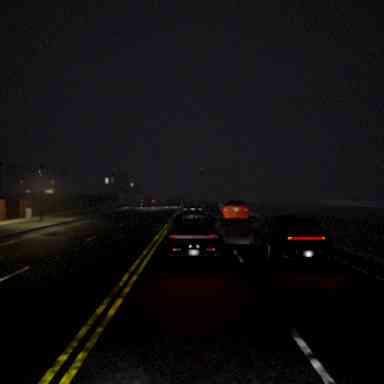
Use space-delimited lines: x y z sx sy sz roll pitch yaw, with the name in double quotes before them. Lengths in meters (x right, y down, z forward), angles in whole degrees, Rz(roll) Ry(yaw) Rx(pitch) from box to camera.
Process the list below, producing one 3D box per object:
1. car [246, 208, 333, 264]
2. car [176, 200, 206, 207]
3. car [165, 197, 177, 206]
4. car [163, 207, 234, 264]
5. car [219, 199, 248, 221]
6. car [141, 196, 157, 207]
"car" 3.313 1.506 11.826 1.837 1.490 4.892 0 0 0
"car" 0.061 1.503 27.091 2.128 1.511 4.902 0 0 0
"car" -3.302 1.589 54.264 2.033 1.411 5.357 0 0 1
"car" 0.064 1.494 11.813 2.128 1.511 4.902 0 0 0
"car" 3.309 1.362 26.805 2.097 1.767 4.553 0 0 0
"car" -6.577 1.388 51.131 2.097 1.767 4.553 0 0 0
